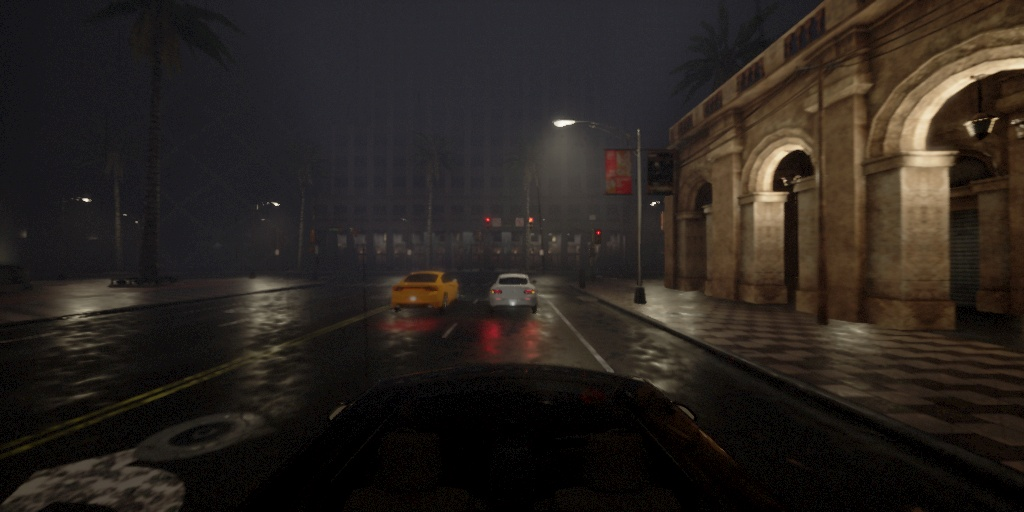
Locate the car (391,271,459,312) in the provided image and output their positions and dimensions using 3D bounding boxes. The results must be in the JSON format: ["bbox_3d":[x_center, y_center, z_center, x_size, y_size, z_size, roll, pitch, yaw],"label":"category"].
[{"bbox_3d":[-3.440,1.376,15.031,1.882,1.535,5.008,0,-1,1],"label":"car"}]

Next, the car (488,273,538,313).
[{"bbox_3d":[0.059,1.421,14.726,1.812,1.442,4.674,0,0,1],"label":"car"}]
